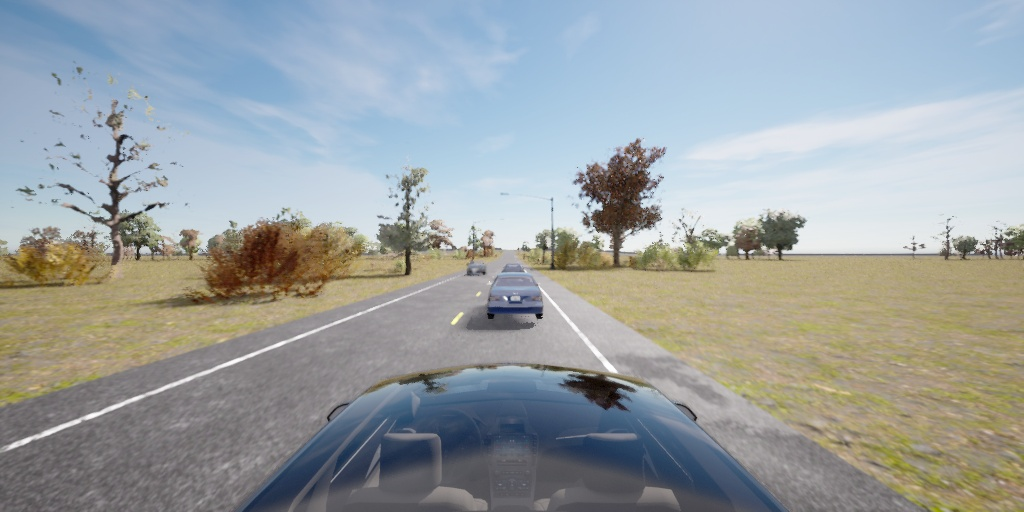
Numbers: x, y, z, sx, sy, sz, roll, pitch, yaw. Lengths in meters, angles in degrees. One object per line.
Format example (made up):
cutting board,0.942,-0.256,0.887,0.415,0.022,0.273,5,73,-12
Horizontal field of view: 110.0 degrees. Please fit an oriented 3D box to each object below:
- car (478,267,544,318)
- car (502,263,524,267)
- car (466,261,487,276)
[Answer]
car,0.102,1.296,13.019,2.033,1.411,5.357,0,0,0
car,0.100,1.306,31.080,1.994,1.385,4.181,0,0,0
car,-3.591,1.232,37.255,2.128,1.511,4.902,0,0,0
